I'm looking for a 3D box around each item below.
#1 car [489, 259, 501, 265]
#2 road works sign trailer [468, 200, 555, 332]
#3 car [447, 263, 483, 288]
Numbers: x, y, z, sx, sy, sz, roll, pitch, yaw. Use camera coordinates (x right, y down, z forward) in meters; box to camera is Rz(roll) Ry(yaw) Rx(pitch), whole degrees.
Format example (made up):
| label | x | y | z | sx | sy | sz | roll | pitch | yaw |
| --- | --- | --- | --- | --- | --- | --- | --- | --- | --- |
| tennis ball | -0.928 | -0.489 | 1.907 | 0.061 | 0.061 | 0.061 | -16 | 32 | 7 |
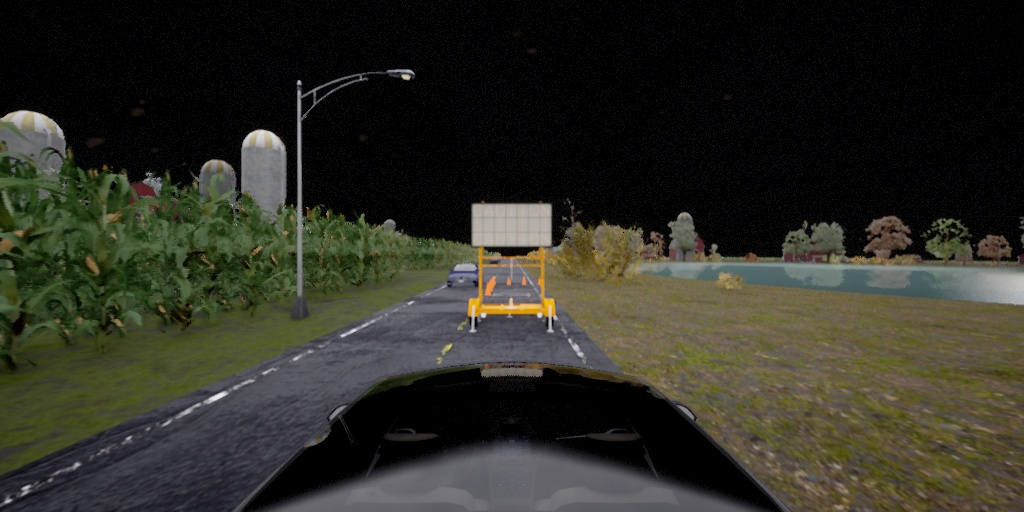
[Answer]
| label | x | y | z | sx | sy | sz | roll | pitch | yaw |
| --- | --- | --- | --- | --- | --- | --- | --- | --- | --- |
| car | -2.863 | 1.002 | 62.919 | 2.033 | 1.411 | 5.357 | 0 | 0 | 1 |
| road works sign trailer | -0.009 | 0.160 | 10.647 | 2.380 | 3.560 | 2.880 | 0 | 0 | 0 |
| car | -2.872 | 1.157 | 22.593 | 1.812 | 1.442 | 4.674 | 0 | 0 | 0 |
